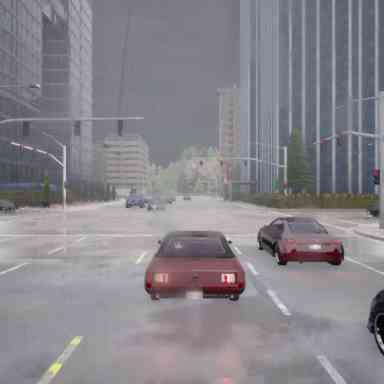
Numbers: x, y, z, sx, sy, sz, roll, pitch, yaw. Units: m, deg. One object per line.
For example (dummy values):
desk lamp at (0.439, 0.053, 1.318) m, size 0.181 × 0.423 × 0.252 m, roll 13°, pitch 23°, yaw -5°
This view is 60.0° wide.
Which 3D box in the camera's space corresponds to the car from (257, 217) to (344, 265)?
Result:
car at (3.577, 1.564, 11.647) m, size 1.994 × 1.385 × 4.181 m, roll 0°, pitch 0°, yaw 0°

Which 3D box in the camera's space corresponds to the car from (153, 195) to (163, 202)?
car at (-8.172, 1.480, 80.050) m, size 1.837 × 1.490 × 4.892 m, roll 0°, pitch 0°, yaw -1°

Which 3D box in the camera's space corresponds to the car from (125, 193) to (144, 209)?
car at (-7.766, 1.222, 46.054) m, size 2.150 × 2.045 × 5.566 m, roll 0°, pitch 0°, yaw -1°

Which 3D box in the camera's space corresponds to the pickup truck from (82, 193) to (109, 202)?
pickup truck at (-21.197, 1.058, 73.336) m, size 2.390 × 2.098 × 6.274 m, roll 0°, pitch 0°, yaw 30°

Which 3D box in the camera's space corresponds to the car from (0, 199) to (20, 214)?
car at (-20.883, 1.491, 35.253) m, size 4.902 × 1.511 × 2.128 m, roll 0°, pitch 0°, yaw 0°

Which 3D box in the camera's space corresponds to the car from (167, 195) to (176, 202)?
car at (-4.589, 1.499, 74.342) m, size 1.837 × 1.490 × 4.892 m, roll 0°, pitch 0°, yaw -1°

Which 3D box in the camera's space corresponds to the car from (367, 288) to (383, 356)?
car at (3.608, 1.564, 3.236) m, size 1.994 × 1.385 × 4.181 m, roll 0°, pitch 0°, yaw -1°

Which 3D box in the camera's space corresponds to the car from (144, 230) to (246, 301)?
car at (0.071, 1.601, 8.289) m, size 1.895 × 1.301 × 4.718 m, roll 0°, pitch 0°, yaw 0°

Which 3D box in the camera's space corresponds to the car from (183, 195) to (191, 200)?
car at (-1.295, 1.552, 88.561) m, size 1.994 × 1.385 × 4.181 m, roll 0°, pitch 0°, yaw -1°

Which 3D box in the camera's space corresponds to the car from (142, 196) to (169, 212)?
car at (-4.105, 1.492, 38.331) m, size 2.128 × 1.511 × 4.902 m, roll 0°, pitch 0°, yaw -1°

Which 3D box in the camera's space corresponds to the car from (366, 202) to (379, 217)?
car at (17.568, 1.504, 28.477) m, size 4.892 × 1.490 × 1.837 m, roll 0°, pitch 0°, yaw 0°

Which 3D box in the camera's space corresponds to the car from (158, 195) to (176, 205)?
car at (-4.442, 1.547, 58.880) m, size 2.033 × 1.411 × 5.357 m, roll 0°, pitch 0°, yaw -1°
